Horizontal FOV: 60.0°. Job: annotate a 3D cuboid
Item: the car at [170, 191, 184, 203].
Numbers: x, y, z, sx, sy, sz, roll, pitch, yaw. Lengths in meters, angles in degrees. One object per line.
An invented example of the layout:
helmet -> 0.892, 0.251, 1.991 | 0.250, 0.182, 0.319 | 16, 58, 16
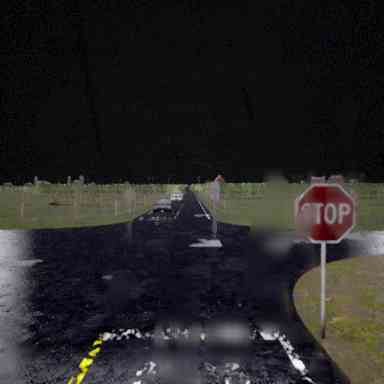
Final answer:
car -> -2.737, 0.776, 60.863 | 2.150, 2.045, 5.566 | 0, 0, 0

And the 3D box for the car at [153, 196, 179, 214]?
car -> -2.743, 1.379, 33.281 | 2.033, 1.411, 5.357 | 0, 0, 0
